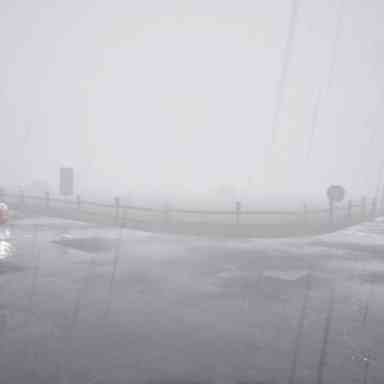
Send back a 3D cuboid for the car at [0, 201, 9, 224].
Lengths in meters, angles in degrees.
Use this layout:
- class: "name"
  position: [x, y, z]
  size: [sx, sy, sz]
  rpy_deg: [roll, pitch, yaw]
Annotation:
- class: "car"
  position: [-10.783, 0.603, 16.195]
  size: [4.553, 1.767, 2.097]
  rpy_deg: [3, 1, 39]
